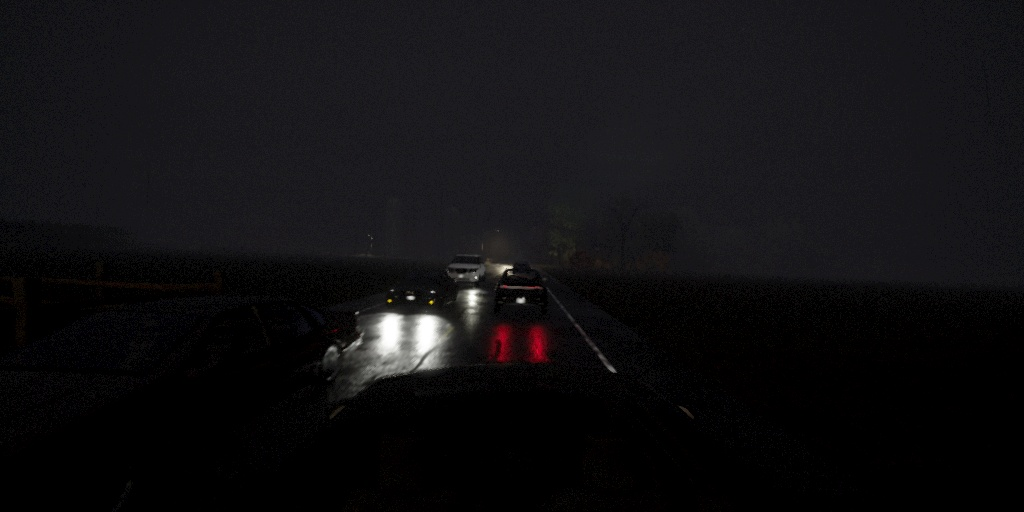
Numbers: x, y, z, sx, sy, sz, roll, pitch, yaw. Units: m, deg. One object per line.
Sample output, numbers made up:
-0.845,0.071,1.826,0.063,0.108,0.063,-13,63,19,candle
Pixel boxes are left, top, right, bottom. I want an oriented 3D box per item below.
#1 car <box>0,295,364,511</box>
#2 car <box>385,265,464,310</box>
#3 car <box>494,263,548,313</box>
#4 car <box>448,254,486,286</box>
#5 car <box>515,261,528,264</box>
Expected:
-3.600,1.198,4.069,2.033,1.411,5.357,2,0,2,car
-3.340,1.215,14.016,1.994,1.385,4.181,2,0,2,car
0.355,1.243,14.064,2.128,1.511,4.902,2,0,2,car
-3.053,0.874,24.729,2.150,2.045,5.566,2,0,1,car
1.003,1.246,39.280,2.128,1.511,4.902,2,0,1,car
